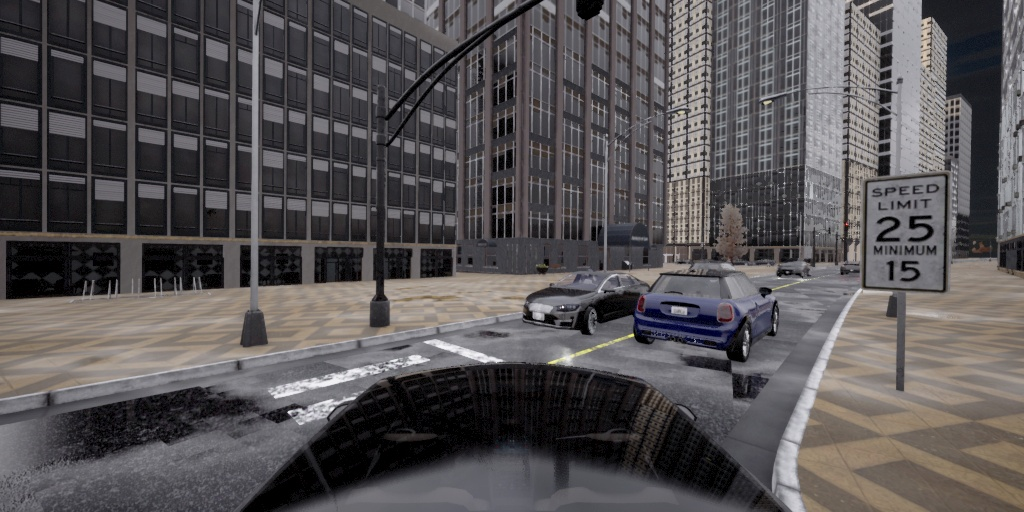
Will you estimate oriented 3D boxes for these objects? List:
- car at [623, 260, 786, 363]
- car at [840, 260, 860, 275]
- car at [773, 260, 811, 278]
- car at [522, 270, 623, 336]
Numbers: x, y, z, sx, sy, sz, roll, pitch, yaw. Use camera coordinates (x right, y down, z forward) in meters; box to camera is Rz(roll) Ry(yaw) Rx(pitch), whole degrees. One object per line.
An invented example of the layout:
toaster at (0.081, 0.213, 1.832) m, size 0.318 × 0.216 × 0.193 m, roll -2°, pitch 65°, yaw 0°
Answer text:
car at (4.773, 1.089, 8.537) m, size 2.097 × 1.767 × 4.553 m, roll 1°, pitch 1°, yaw 45°
car at (34.486, 1.172, 36.012) m, size 4.902 × 1.511 × 2.128 m, roll 0°, pitch 1°, yaw -41°
car at (25.318, 1.160, 32.178) m, size 4.892 × 1.490 × 1.837 m, roll 0°, pitch 1°, yaw -41°
car at (2.353, 1.189, 10.431) m, size 2.128 × 1.511 × 4.902 m, roll 1°, pitch 1°, yaw 44°
